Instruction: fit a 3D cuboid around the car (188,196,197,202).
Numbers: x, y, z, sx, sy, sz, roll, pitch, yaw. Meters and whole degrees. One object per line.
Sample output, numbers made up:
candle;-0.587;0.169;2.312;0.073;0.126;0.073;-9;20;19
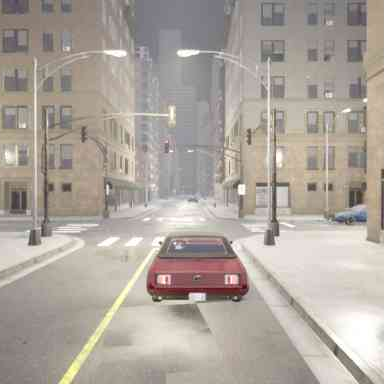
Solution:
car;0.085;1.559;75.116;1.895;1.301;4.718;0;0;0

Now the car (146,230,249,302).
car;0.092;1.600;8.203;1.895;1.301;4.718;0;0;0

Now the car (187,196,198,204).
car;0.169;1.500;65.188;1.812;1.442;4.674;0;0;0

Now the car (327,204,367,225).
car;12.194;1.510;22.796;5.357;1.411;2.033;0;0;3
